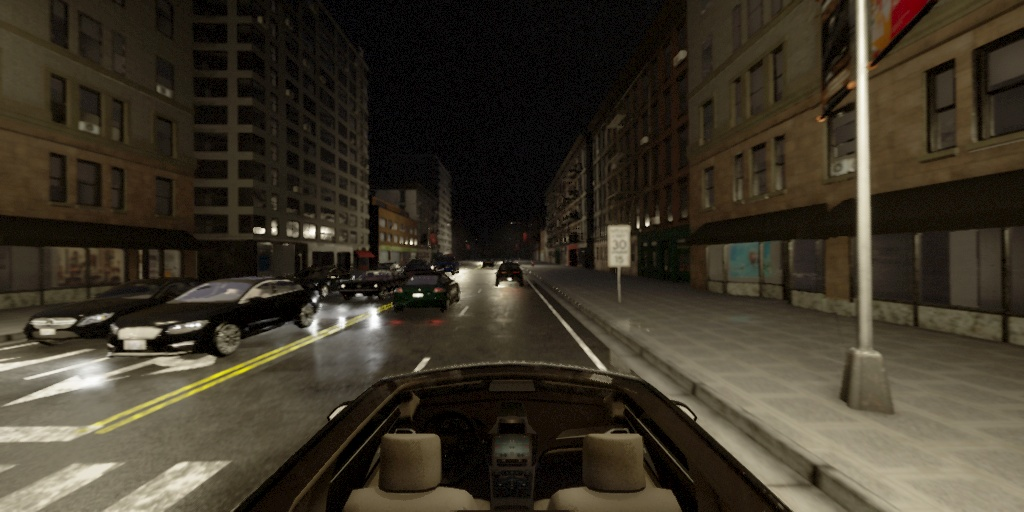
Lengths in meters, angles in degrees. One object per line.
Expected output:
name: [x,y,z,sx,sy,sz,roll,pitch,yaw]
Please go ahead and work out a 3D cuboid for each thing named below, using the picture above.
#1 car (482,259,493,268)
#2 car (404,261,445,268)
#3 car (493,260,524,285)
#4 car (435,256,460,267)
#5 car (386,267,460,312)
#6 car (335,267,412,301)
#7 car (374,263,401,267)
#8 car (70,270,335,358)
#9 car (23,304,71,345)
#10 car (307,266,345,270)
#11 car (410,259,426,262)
car: [-3.912,1.246,59.985,1.837,1.490,4.892,0,1,-1]
car: [-6.838,1.356,28.044,1.994,1.385,4.181,0,0,-1]
car: [-0.195,1.242,25.669,1.837,1.490,4.892,0,0,-1]
car: [-6.973,1.006,38.601,2.150,2.045,5.566,0,0,-1]
car: [-3.294,1.335,14.448,1.994,1.385,4.181,0,0,-1]
car: [-6.767,1.400,18.010,1.895,1.301,4.718,0,0,-1]
car: [-10.086,1.311,28.661,2.128,1.511,4.902,0,0,-1]
car: [-6.656,1.295,8.747,2.128,1.511,4.902,0,0,-1]
car: [-9.919,1.356,9.962,1.812,1.442,4.674,0,0,-1]
car: [-10.027,1.331,18.972,1.837,1.490,4.892,0,0,0]
car: [-10.222,1.164,38.587,2.097,1.767,4.553,0,0,-1]
